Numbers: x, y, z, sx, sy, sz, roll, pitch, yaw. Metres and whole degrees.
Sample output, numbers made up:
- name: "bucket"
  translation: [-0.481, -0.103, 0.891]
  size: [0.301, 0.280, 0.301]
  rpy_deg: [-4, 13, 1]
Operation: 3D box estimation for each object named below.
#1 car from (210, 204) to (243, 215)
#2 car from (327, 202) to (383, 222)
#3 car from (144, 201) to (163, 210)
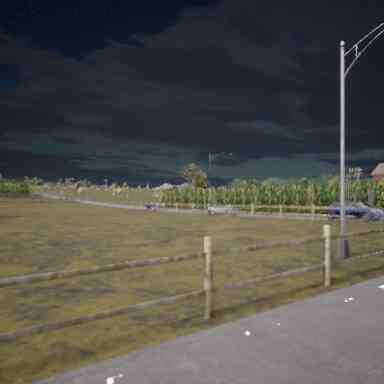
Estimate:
- name: "car"
  translation: [4.375, 2.245, 42.671]
  size: [1.895, 1.301, 4.718]
  rpy_deg: [3, -3, -35]
- name: "car"
  translation: [14.224, 1.645, 28.957]
  size: [2.097, 1.767, 4.553]
  rpy_deg: [3, -3, -37]
- name: "car"
  translation: [-6.749, 2.452, 58.435]
  size: [1.837, 1.490, 4.892]
  rpy_deg: [3, -2, -35]
